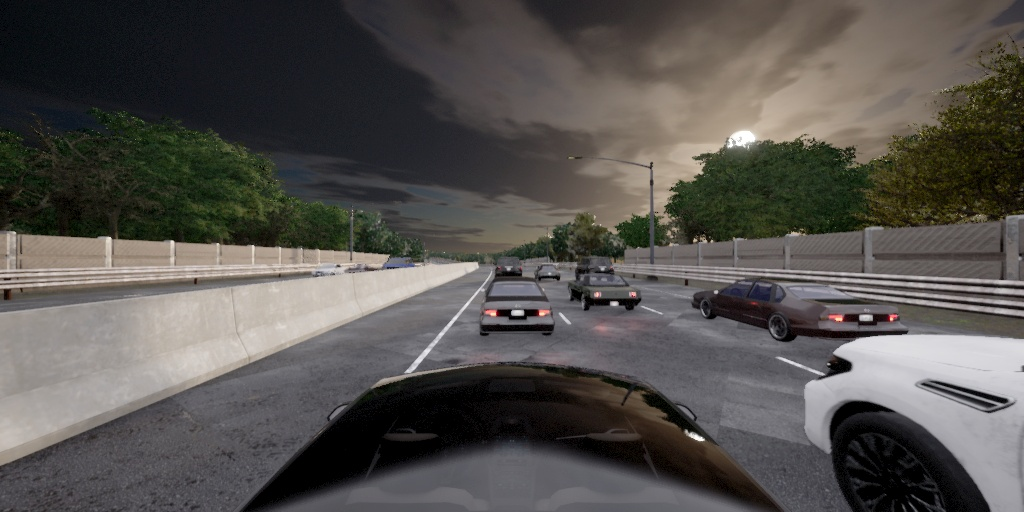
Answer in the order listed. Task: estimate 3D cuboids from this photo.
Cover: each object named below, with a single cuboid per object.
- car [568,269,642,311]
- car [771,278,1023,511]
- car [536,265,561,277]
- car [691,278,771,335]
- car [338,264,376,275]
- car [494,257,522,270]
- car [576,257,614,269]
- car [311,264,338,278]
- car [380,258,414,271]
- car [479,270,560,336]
[{"bbox_3d":[3.484,1.361,14.502,1.895,1.301,4.718,0,0,-1],"label":"car"},{"bbox_3d":[3.590,0.972,0.659,2.150,2.045,5.566,0,0,0],"label":"car"},{"bbox_3d":[3.110,1.478,32.093,1.994,1.385,4.181,0,-1,-2],"label":"car"},{"bbox_3d":[7.051,1.297,9.722,2.033,1.411,5.357,0,0,-2],"label":"car"},{"bbox_3d":[-14.672,1.511,34.717,1.994,1.385,4.181,0,-1,-2],"label":"car"},{"bbox_3d":[-0.314,1.109,29.448,2.150,2.045,5.566,0,-1,-1],"label":"car"},{"bbox_3d":[6.689,1.107,29.420,2.150,2.045,5.566,0,-1,-1],"label":"car"},{"bbox_3d":[-18.215,1.487,36.024,1.812,1.442,4.674,0,-1,-2],"label":"car"},{"bbox_3d":[-11.189,1.175,35.423,2.150,2.045,5.566,0,-1,-2],"label":"car"},{"bbox_3d":[0.053,1.298,10.355,2.033,1.411,5.357,0,0,-2],"label":"car"}]
